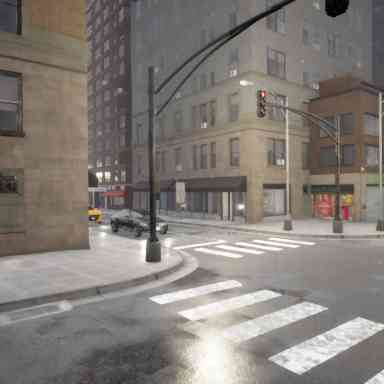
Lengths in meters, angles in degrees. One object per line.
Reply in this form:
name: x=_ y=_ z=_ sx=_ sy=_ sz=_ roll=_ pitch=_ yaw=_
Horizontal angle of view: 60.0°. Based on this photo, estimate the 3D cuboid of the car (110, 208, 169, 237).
car: x=-3.224 y=1.695 z=19.473 sx=1.812 sy=1.442 sz=4.674 roll=-1 pitch=0 yaw=-38

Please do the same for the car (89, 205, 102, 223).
car: x=-8.939 y=1.732 z=26.976 sx=1.882 sy=1.535 sz=5.008 roll=-1 pitch=0 yaw=-37
